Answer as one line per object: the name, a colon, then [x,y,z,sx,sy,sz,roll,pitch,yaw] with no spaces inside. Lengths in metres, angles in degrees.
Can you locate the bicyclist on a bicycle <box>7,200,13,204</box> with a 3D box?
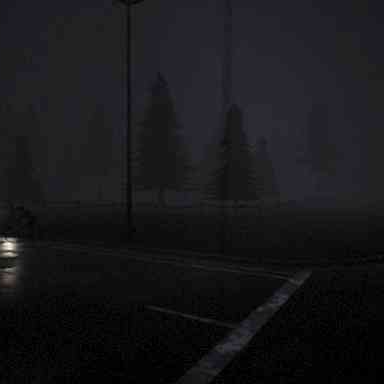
bicyclist on a bicycle: [-10.441,1.295,19.167,0.582,1.620,1.656,0,0,-3]

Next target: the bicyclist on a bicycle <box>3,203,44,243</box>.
bicyclist on a bicycle: [-7.553,1.446,15.074,0.582,1.620,1.656,0,0,44]
